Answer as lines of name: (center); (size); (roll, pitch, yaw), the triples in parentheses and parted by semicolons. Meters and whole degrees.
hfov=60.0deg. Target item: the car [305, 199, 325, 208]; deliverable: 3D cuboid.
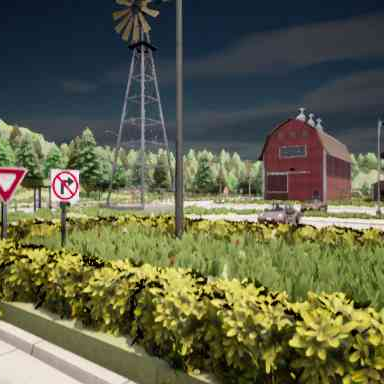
car: (12.382, 1.456, 33.724); (1.816, 1.474, 4.193); (0, 0, 35)

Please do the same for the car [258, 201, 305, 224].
car: (5.957, 1.469, 22.515); (1.784, 1.438, 3.905); (0, 0, 35)
